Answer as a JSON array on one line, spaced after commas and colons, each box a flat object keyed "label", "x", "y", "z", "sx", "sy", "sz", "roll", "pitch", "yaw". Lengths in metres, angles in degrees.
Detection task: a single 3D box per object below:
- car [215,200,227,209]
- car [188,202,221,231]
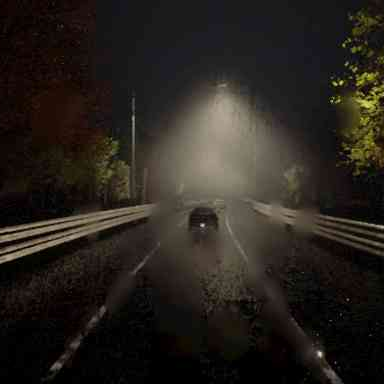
[{"label": "car", "x": 4.475, "y": 1.990, "z": 53.351, "sx": 1.812, "sy": 1.442, "sz": 4.674, "roll": 0, "pitch": 0, "yaw": 9}, {"label": "car", "x": 0.795, "y": 1.674, "z": 21.730, "sx": 1.837, "sy": 1.490, "sz": 4.892, "roll": 0, "pitch": 0, "yaw": 4}]
